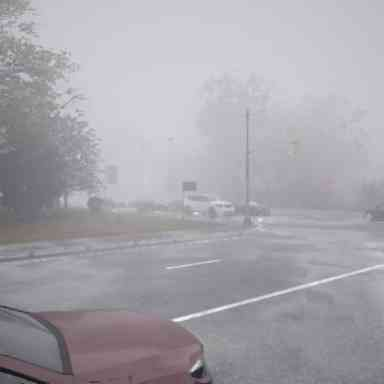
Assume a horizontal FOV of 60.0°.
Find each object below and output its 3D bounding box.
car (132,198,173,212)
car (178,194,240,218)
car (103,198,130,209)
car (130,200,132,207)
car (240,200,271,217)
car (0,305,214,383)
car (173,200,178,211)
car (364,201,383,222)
[{"bbox_3d":[-4.656,1.585,38.476,1.895,1.301,4.718,0,0,-39],"label":"car"},{"bbox_3d":[1.429,1.203,30.843,2.150,2.045,5.566,0,0,-39],"label":"car"},{"bbox_3d":[-10.955,1.514,46.391,1.812,1.442,4.674,0,0,-39],"label":"car"},{"bbox_3d":[-7.362,1.546,47.486,1.994,1.385,4.181,0,0,-39],"label":"car"},{"bbox_3d":[5.313,1.501,31.567,1.812,1.442,4.674,0,0,-39],"label":"car"},{"bbox_3d":[-1.971,1.526,2.314,4.674,1.442,1.812,0,0,-36],"label":"car"},{"bbox_3d":[-0.652,1.526,39.074,2.033,1.411,5.357,0,0,-38],"label":"car"},{"bbox_3d":[13.946,1.319,22.961,2.097,1.767,4.553,0,0,-2],"label":"car"}]
